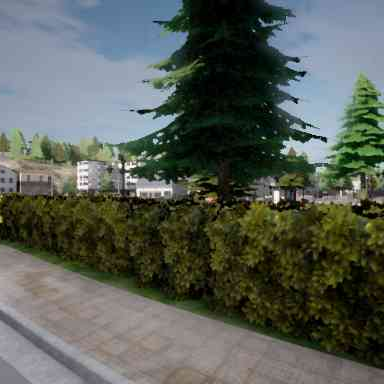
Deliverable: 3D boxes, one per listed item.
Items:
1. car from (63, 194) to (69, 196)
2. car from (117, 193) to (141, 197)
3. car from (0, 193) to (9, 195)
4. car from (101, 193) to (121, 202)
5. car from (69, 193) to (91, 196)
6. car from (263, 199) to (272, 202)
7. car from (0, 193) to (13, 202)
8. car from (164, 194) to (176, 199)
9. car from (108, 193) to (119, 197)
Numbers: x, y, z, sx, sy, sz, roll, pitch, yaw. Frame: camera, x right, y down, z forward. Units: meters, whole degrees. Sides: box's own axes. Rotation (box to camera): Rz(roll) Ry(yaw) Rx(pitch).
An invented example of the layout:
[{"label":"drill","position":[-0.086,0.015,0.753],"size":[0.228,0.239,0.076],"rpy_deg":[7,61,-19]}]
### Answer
[{"label":"car","position":[-31.237,1.232,85.583],"size":[3.806,1.475,1.970],"rpy_deg":[0,0,-45]},{"label":"car","position":[-9.692,1.384,53.878],"size":[3.806,1.475,1.970],"rpy_deg":[0,0,-45]},{"label":"car","position":[-23.119,1.330,40.911],"size":[5.027,1.636,2.152],"rpy_deg":[0,0,-45]},{"label":"car","position":[-17.552,1.077,72.095],"size":[3.866,1.878,1.905],"rpy_deg":[0,0,-45]},{"label":"car","position":[-26.512,1.153,81.228],"size":[5.027,1.636,2.152],"rpy_deg":[0,0,-45]},{"label":"car","position":[9.908,1.478,44.336],"size":[5.008,1.535,1.882],"rpy_deg":[0,0,-45]},{"label":"car","position":[-41.120,1.097,71.295],"size":[4.605,1.855,1.932],"rpy_deg":[0,0,-45]},{"label":"car","position":[-2.224,1.221,37.422],"size":[5.566,2.045,2.150],"rpy_deg":[0,0,-45]},{"label":"car","position":[-15.223,1.097,70.309],"size":[4.605,1.855,1.932],"rpy_deg":[0,0,-45]}]
